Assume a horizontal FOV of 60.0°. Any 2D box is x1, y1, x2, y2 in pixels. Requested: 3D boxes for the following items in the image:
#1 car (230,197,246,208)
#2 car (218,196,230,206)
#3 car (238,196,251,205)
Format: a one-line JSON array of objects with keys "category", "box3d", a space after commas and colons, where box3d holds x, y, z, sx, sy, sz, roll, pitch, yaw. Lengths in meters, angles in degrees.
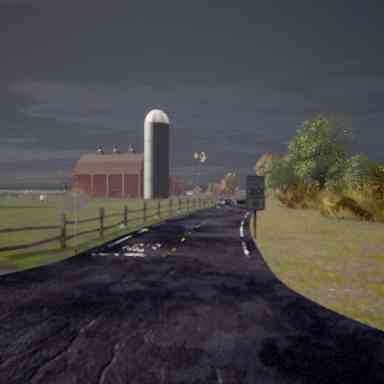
[{"category": "car", "box3d": [6.939, 1.421, 46.763, 2.128, 1.511, 4.902, 0, 0, 12]}, {"category": "car", "box3d": [5.108, 1.404, 51.413, 2.128, 1.511, 4.902, 0, 0, 12]}, {"category": "car", "box3d": [9.085, 1.494, 56.964, 1.994, 1.385, 4.181, 0, 0, 12]}]
